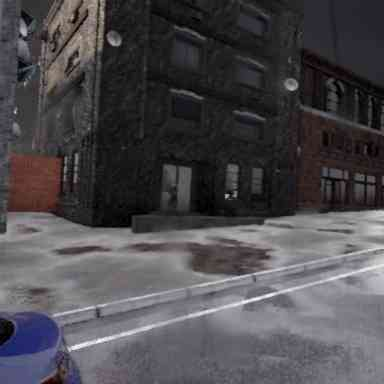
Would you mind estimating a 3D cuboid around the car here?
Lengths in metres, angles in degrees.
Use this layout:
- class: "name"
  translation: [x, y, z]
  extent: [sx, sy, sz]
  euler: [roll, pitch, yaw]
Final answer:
- class: "car"
  translation: [-3.047, 1.525, 1.819]
  extent: [4.674, 1.442, 1.812]
  euler: [0, 0, -35]
